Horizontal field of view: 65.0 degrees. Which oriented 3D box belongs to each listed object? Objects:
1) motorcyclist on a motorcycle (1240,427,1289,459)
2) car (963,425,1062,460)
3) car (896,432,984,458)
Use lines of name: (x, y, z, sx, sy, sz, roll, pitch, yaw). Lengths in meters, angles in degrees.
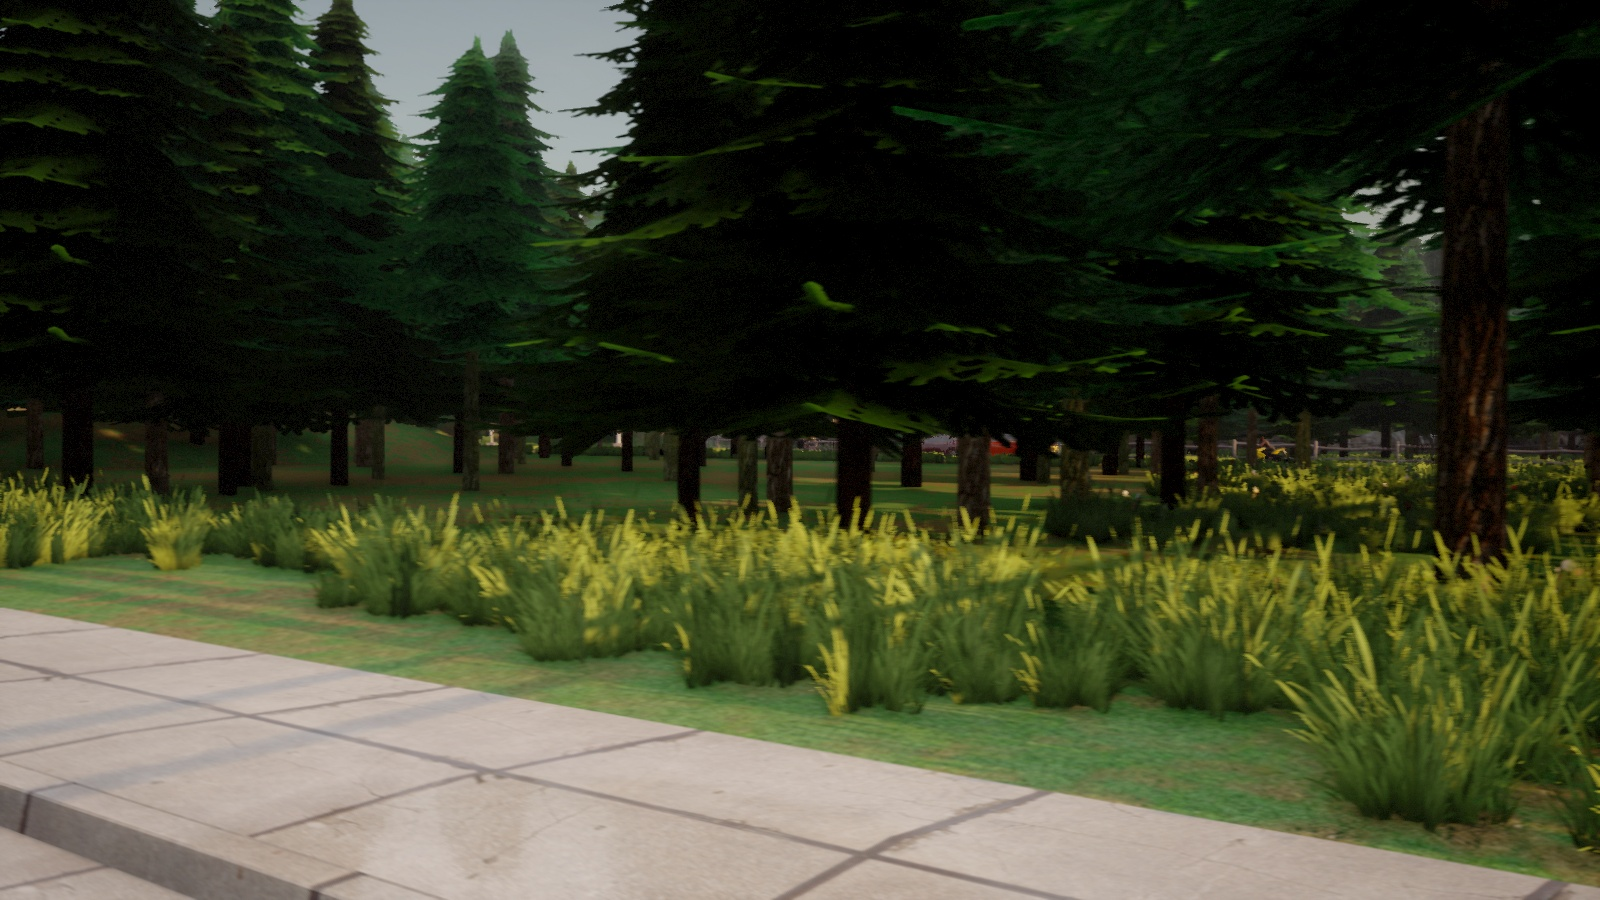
motorcyclist on a motorcycle: (22.444, -0.323, 60.684, 2.044, 1.523, 0.797, 0, 1, 36)
car: (10.940, -0.392, 64.633, 4.553, 1.767, 2.097, 0, 1, 36)
car: (7.911, -0.286, 71.140, 4.674, 1.442, 1.812, 0, 1, 36)
